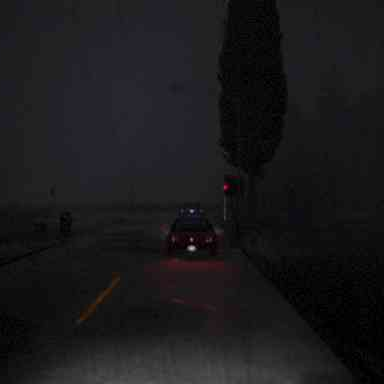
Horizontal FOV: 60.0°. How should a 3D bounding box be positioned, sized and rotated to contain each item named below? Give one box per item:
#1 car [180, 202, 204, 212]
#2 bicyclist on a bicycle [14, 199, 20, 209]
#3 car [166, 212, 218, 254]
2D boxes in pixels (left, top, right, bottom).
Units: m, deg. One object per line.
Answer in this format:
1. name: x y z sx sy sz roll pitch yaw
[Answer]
1. car: 0.000 1.629 29.082 2.097 1.767 4.553 0 -1 0
2. bicyclist on a bicycle: -24.521 1.794 46.532 0.582 1.620 1.656 0 0 0
3. car: -0.002 1.737 14.105 1.895 1.301 4.718 0 -1 0
